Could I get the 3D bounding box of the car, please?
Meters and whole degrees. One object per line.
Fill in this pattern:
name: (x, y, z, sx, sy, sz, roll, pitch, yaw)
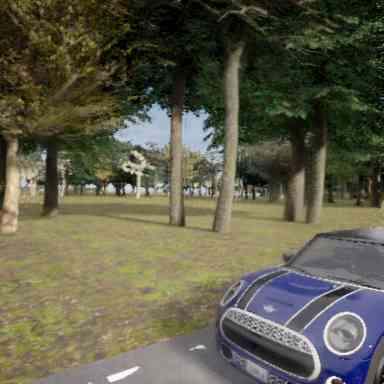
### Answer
car: (2.525, 1.382, 4.966, 4.553, 1.767, 2.097, 1, 0, -36)
